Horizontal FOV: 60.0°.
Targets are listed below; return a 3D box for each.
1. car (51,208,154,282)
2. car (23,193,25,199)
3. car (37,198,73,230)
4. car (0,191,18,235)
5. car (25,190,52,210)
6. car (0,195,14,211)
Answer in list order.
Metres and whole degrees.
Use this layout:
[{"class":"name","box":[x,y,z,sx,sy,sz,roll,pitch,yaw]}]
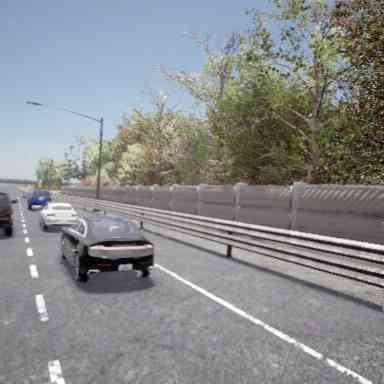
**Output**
[{"class":"car","box":[-2.644,1.472,9.746,2.128,1.511,4.902,3,-1,-28]},{"class":"car","box":[-33.449,0.678,67.977,2.033,1.411,5.357,3,-1,-28]},{"class":"car","box":[-7.818,1.357,19.523,1.812,1.442,4.674,3,-1,-28]},{"class":"car","box":[-9.896,0.904,16.231,2.150,2.045,5.566,3,-1,-28]},{"class":"car","box":[-16.322,0.810,35.638,2.150,2.045,5.566,3,-1,-28]},{"class":"car","box":[-18.802,1.028,33.019,1.895,1.301,4.718,3,-1,-28]}]
